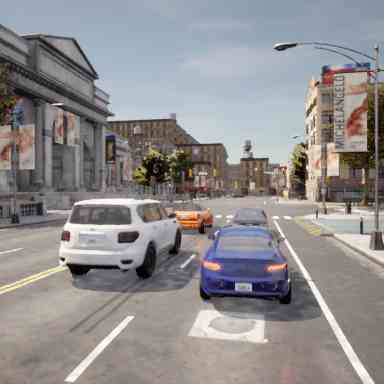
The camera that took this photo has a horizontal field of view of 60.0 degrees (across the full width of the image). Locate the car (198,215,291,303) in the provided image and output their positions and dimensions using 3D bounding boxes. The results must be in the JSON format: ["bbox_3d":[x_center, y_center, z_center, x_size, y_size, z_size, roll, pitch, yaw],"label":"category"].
[{"bbox_3d":[1.314,1.526,8.176,1.812,1.442,4.674,0,0,10],"label":"car"}]

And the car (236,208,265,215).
[{"bbox_3d":[3.091,1.547,17.537,2.033,1.411,5.357,0,0,11],"label":"car"}]

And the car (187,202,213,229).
[{"bbox_3d":[-0.020,1.352,19.771,2.097,1.767,4.553,0,0,11],"label":"car"}]

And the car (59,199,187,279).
[{"bbox_3d":[-1.846,1.220,10.352,2.150,2.045,5.566,0,0,10],"label":"car"}]
